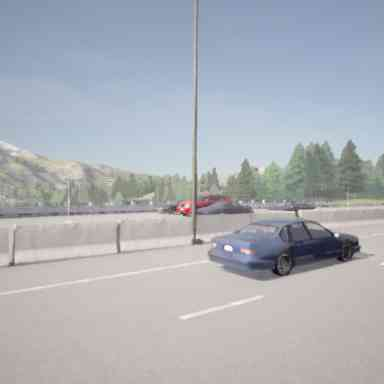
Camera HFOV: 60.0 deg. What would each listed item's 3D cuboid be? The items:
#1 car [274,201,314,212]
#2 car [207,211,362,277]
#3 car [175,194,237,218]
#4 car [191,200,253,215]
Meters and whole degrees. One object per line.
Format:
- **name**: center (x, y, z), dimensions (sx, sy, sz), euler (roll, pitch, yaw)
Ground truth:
- **car**: center (8.046, 1.458, 26.926), dimensions (4.902, 1.511, 2.128), euler (0, 0, -35)
- **car**: center (2.996, 1.513, 10.182), dimensions (5.357, 1.411, 2.033), euler (0, 0, -36)
- **car**: center (1.362, 1.179, 30.759), dimensions (5.566, 2.045, 2.150), euler (1, 0, -36)
- **car**: center (2.663, 1.501, 27.388), dimensions (5.357, 1.411, 2.033), euler (0, 0, -35)
